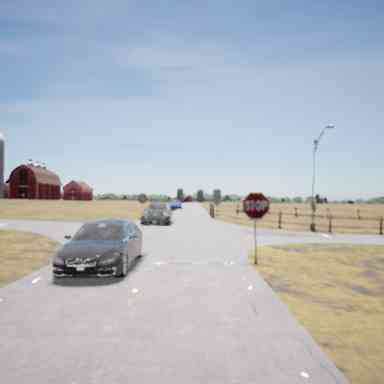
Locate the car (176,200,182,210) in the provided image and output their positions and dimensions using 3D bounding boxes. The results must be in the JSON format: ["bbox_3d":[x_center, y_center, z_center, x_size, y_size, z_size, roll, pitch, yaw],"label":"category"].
[{"bbox_3d":[-2.571,2.024,52.968,1.882,1.535,5.008,0,1,0],"label":"car"}]

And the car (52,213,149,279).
[{"bbox_3d":[-2.711,1.647,10.540,1.837,1.490,4.892,0,-1,0],"label":"car"}]

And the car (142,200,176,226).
[{"bbox_3d":[-2.650,1.601,26.013,2.097,1.767,4.553,2,-1,0],"label":"car"}]
